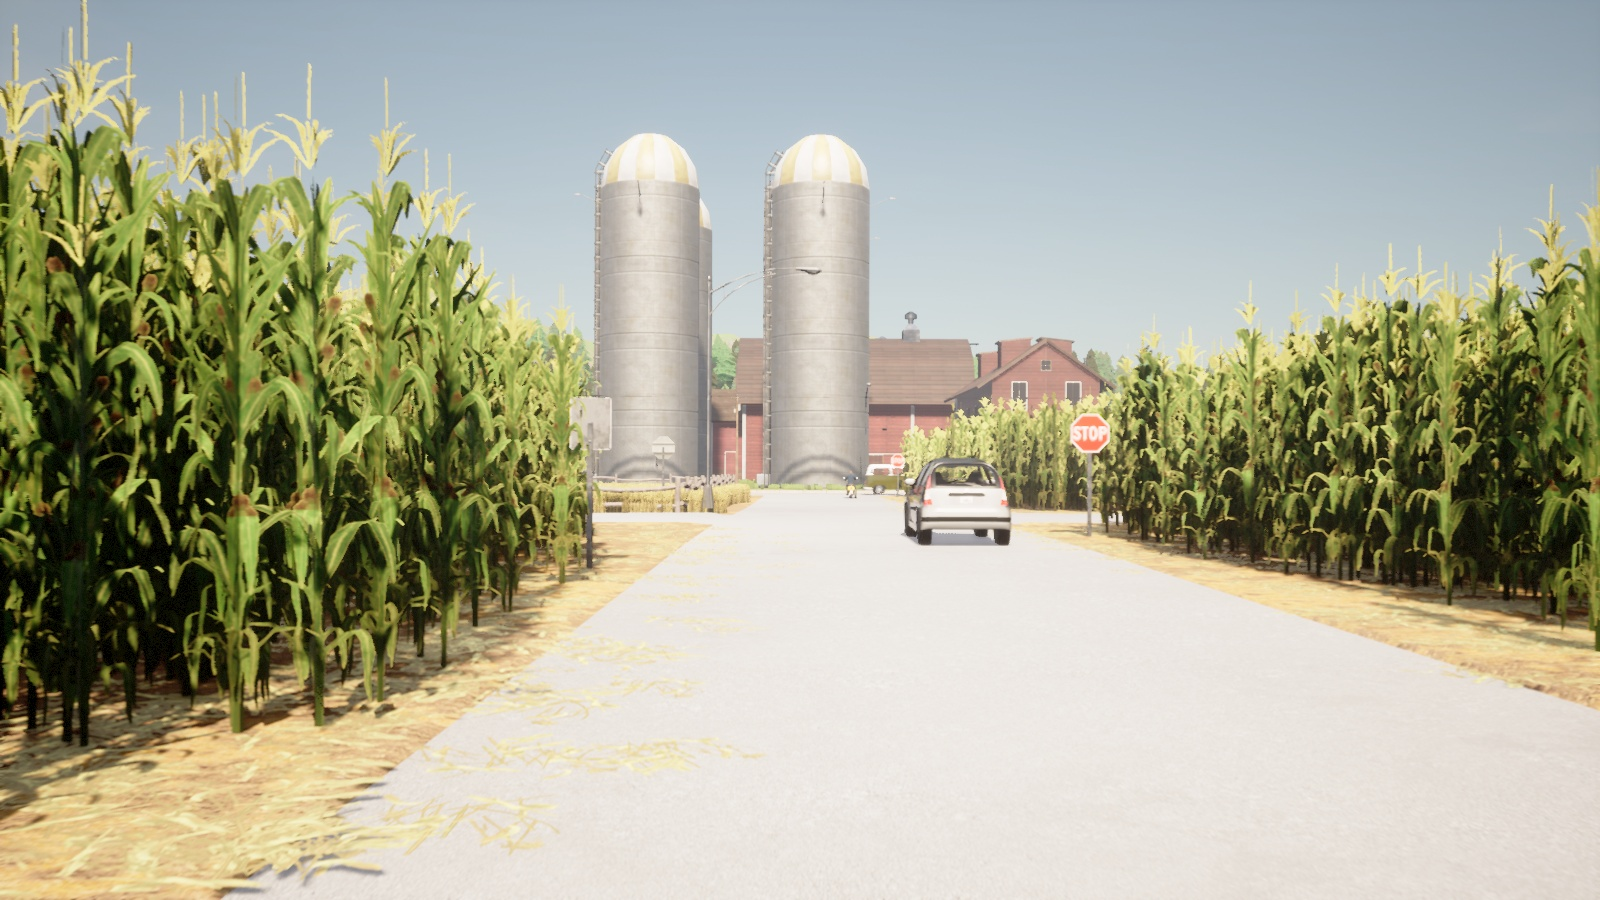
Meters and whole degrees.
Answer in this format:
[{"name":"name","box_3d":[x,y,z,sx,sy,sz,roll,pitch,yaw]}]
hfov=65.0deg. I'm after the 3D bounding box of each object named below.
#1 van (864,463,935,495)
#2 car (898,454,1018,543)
[{"name":"van","box_3d":[6.585,1.918,83.417,4.480,2.038,2.069,0,-1,0]},{"name":"car","box_3d":[3.041,0.903,24.908,1.851,1.617,3.988,0,-1,0]}]
